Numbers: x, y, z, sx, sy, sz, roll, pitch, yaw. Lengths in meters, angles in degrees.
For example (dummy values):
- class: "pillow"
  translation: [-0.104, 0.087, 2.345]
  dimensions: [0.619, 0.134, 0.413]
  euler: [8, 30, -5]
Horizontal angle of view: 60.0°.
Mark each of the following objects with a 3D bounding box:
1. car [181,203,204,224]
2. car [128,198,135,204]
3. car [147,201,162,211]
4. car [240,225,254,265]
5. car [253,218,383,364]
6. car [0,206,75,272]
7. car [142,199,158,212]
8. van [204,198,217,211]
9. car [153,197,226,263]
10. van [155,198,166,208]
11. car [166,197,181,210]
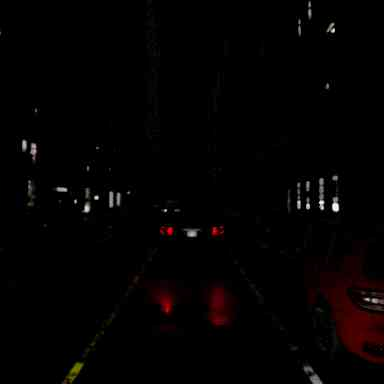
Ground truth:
- class: "car"
  translation: [0.040, 1.798, 28.522]
  dimensions: [1.837, 1.490, 4.892]
  euler: [0, 0, 0]
- class: "car"
  translation: [-16.438, 2.344, 83.896]
  dimensions: [4.097, 1.590, 1.967]
  euler: [0, -2, 0]
- class: "car"
  translation: [-5.612, 2.090, 50.163]
  dimensions: [1.802, 1.307, 4.206]
  euler: [1, -1, 0]
- class: "car"
  translation: [2.712, 1.700, 11.429]
  dimensions: [1.802, 1.307, 4.206]
  euler: [1, -1, 0]
- class: "car"
  translation: [2.713, 1.377, 5.892]
  dimensions: [2.192, 1.841, 5.009]
  euler: [1, -1, 0]
- class: "car"
  translation: [-5.664, 1.433, 11.385]
  dimensions: [2.192, 1.841, 5.009]
  euler: [1, -1, 0]
- class: "car"
  translation: [-5.615, 2.003, 44.622]
  dimensions: [2.008, 1.369, 4.403]
  euler: [1, -1, 0]
- class: "van"
  translation: [2.740, 1.849, 50.212]
  dimensions: [1.690, 1.788, 3.998]
  euler: [1, -1, 0]
- class: "car"
  translation: [0.021, 1.355, 12.601]
  dimensions: [2.150, 2.045, 5.566]
  euler: [0, 0, 0]
- class: "van"
  translation: [-5.770, 1.960, 61.245]
  dimensions: [1.690, 1.788, 3.998]
  euler: [1, -1, 0]
- class: "car"
  translation: [-3.041, 1.784, 55.443]
  dimensions: [2.150, 2.045, 5.566]
  euler: [0, -1, 0]
